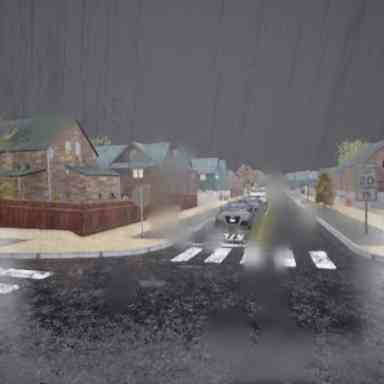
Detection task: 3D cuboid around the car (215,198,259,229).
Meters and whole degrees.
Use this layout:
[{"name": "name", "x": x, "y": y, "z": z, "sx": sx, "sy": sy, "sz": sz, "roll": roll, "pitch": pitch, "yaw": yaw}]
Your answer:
[{"name": "car", "x": 2.554, "y": 1.249, "z": 18.969, "sx": 1.994, "sy": 1.385, "sz": 4.181, "roll": -1, "pitch": 1, "yaw": 14}]

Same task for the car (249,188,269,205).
[{"name": "car", "x": 8.435, "y": 0.497, "z": 41.945, "sx": 2.150, "sy": 2.045, "sz": 5.566, "roll": -1, "pitch": 1, "yaw": 14}]

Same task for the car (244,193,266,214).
[{"name": "car", "x": 5.016, "y": 1.078, "z": 28.602, "sx": 1.994, "sy": 1.385, "sz": 4.181, "roll": -1, "pitch": 1, "yaw": 14}]
